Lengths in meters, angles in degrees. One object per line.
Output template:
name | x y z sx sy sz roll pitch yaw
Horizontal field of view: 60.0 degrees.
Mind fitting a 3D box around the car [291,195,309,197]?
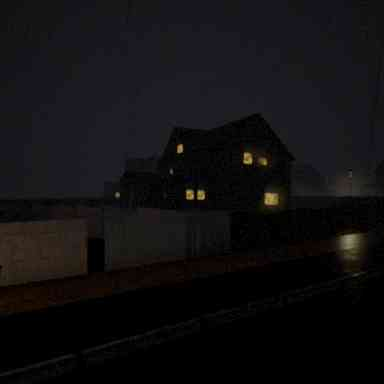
car | 12.247 1.322 37.083 2.150 2.045 5.566 2 -2 -26
